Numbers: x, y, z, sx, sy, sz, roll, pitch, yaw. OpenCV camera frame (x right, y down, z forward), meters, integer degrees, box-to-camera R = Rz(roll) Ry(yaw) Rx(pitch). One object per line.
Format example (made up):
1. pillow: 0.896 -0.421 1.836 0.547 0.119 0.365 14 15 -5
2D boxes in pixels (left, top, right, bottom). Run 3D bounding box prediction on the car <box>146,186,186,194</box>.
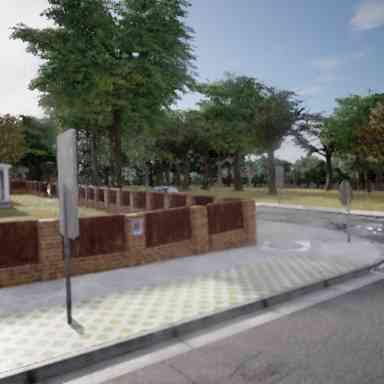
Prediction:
1. car: -2.096 0.279 27.749 1.882 1.535 5.008 -2 4 -38
